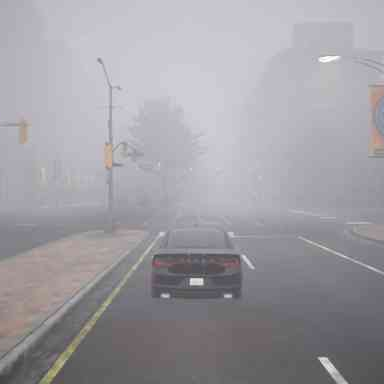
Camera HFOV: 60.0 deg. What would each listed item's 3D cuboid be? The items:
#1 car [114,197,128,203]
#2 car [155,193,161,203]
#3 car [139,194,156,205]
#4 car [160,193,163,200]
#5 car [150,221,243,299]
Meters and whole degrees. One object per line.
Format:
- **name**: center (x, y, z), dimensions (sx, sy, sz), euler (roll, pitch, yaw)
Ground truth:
- **car**: center (-14.463, 1.591, 67.895), dimensions (1.895, 1.301, 4.718), euler (0, 0, 0)
- **car**: center (-7.756, 1.522, 65.782), dimensions (1.812, 1.442, 4.674), euler (0, 0, 1)
- **car**: center (-7.843, 1.501, 56.523), dimensions (1.837, 1.490, 4.892), euler (0, 0, 1)
- **car**: center (-7.676, 1.220, 76.533), dimensions (2.150, 2.045, 5.566), euler (0, 0, 0)
- **car**: center (0.114, 1.477, 8.512), dimensions (1.882, 1.535, 5.008), euler (0, 0, 1)
